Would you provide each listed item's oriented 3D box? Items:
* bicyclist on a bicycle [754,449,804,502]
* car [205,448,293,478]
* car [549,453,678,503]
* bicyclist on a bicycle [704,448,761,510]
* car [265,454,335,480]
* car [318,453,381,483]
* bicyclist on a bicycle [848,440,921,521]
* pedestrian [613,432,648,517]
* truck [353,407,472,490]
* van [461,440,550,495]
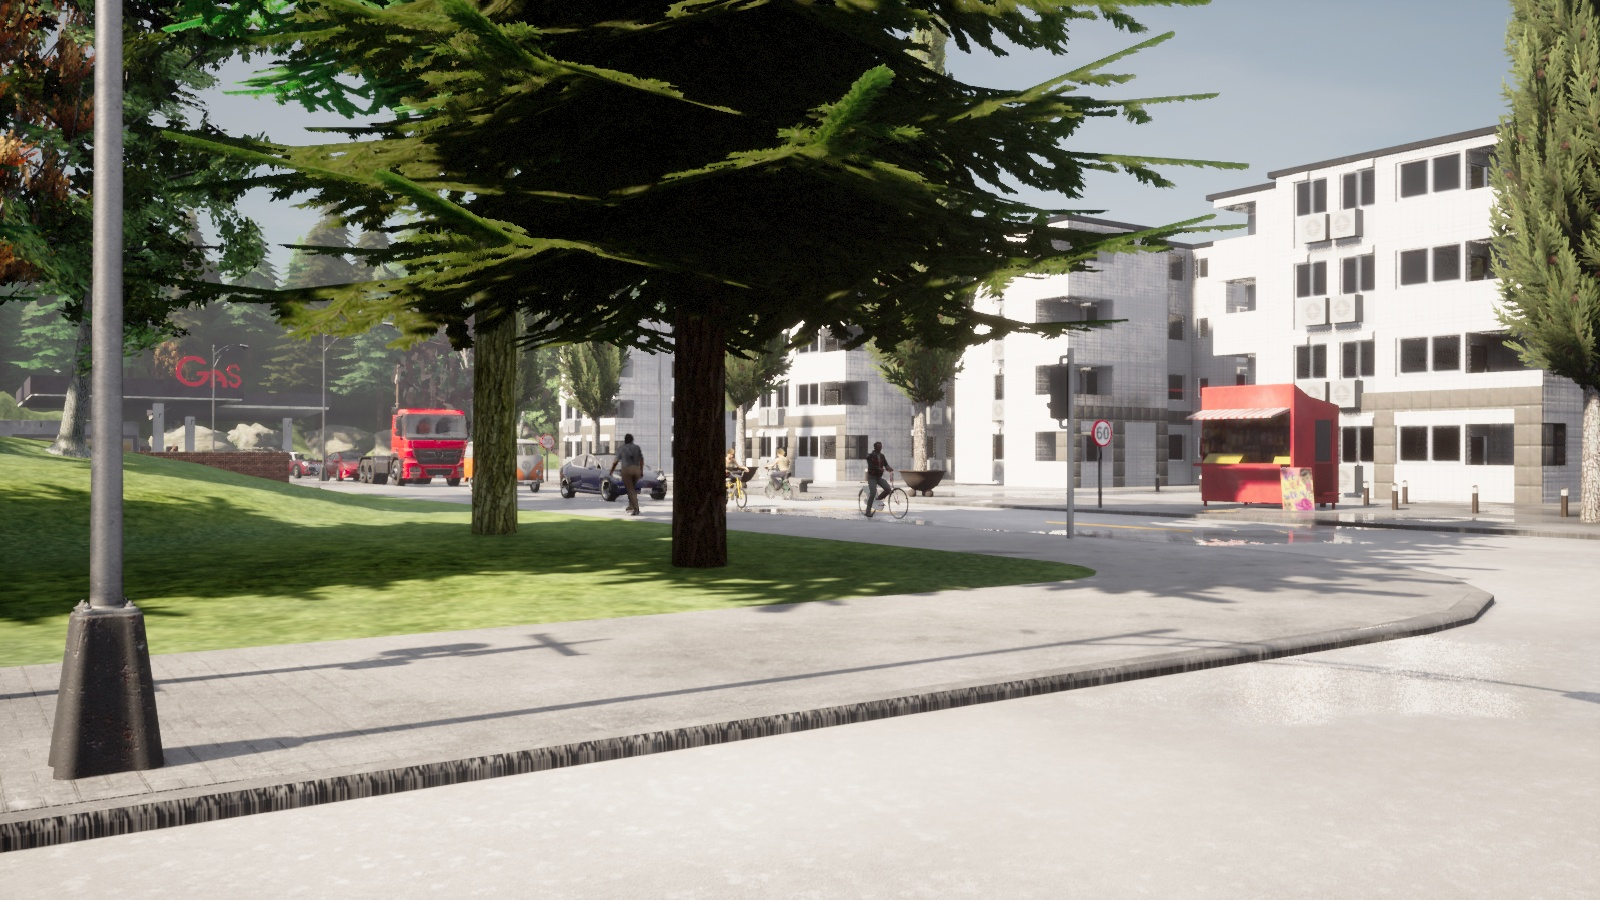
[{"bbox_3d":[-0.676,0.779,39.374,0.866,1.612,1.509,0,0,-35],"label":"bicyclist on a bicycle"},{"bbox_3d":[-34.191,0.827,77.998,4.605,1.855,1.932,0,-1,4],"label":"car"},{"bbox_3d":[-6.035,0.855,40.067,2.163,1.488,4.792,0,0,-35],"label":"car"},{"bbox_3d":[-1.834,0.768,34.034,0.866,1.612,1.509,0,0,-35],"label":"bicyclist on a bicycle"},{"bbox_3d":[-28.525,0.947,71.576,3.806,1.475,1.970,0,0,36],"label":"car"},{"bbox_3d":[-23.367,0.900,65.050,2.007,1.525,4.514,0,0,-35],"label":"car"},{"bbox_3d":[1.906,0.681,28.688,0.659,1.776,1.843,0,0,-34],"label":"bicyclist on a bicycle"},{"bbox_3d":[-3.752,0.530,27.768,0.540,1.848,0.694,0,0,-31],"label":"pedestrian"},{"bbox_3d":[-17.609,-0.061,56.731,2.891,3.462,7.936,0,0,-35],"label":"truck"},{"bbox_3d":[-11.201,0.638,47.506,1.775,1.987,4.442,0,0,-35],"label":"van"}]
